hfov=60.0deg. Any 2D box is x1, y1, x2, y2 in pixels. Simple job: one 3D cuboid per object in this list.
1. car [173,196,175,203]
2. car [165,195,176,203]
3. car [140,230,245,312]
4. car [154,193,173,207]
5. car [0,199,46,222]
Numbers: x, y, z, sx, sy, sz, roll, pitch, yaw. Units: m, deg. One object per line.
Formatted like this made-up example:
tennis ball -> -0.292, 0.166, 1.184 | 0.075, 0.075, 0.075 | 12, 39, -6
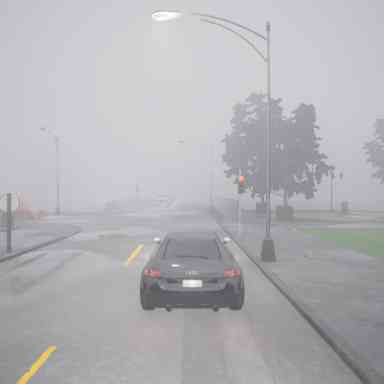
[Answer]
car -> -4.557, 1.547, 61.267 | 2.033, 1.411, 5.357 | 0, 0, 0
car -> -4.577, 1.525, 71.510 | 2.128, 1.511, 4.902 | 0, 0, 0
car -> 0.001, 1.564, 7.801 | 1.994, 1.385, 4.181 | 0, 0, 0
car -> -4.511, 1.221, 51.016 | 2.150, 2.045, 5.566 | 0, 0, -1
car -> -13.713, 1.352, 25.569 | 4.553, 1.767, 2.097 | 0, 0, 0
